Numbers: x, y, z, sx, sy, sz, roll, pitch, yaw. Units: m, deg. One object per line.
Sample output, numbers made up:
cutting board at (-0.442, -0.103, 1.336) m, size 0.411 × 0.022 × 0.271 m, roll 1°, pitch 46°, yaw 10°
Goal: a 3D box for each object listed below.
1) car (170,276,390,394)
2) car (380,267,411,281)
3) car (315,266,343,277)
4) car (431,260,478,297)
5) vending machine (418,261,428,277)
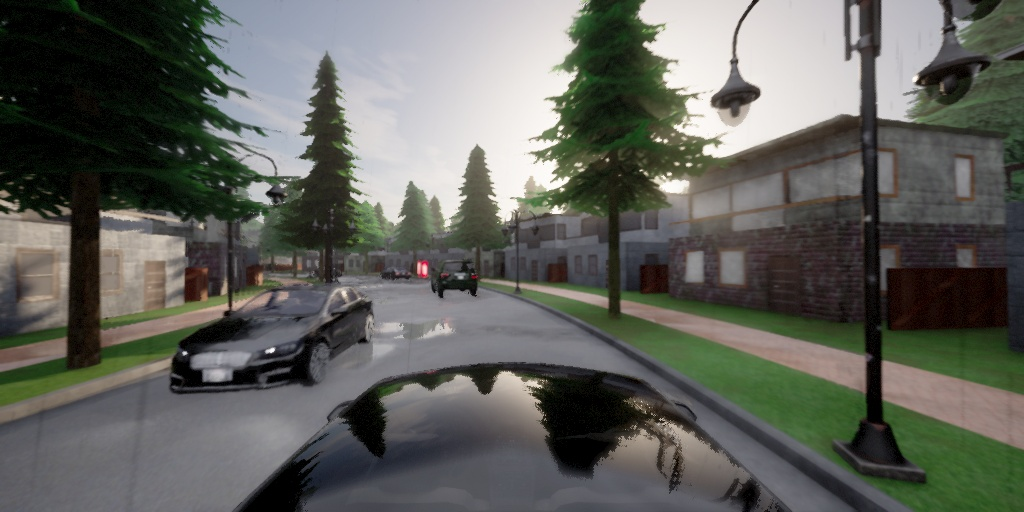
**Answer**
car at (-4.152, 1.340, 7.153) m, size 2.128 × 1.511 × 4.902 m, roll 0°, pitch -1°, yaw -7°
car at (-12.509, 1.876, 38.437) m, size 2.033 × 1.411 × 5.357 m, roll 0°, pitch -1°, yaw -36°
car at (-22.683, 1.970, 44.238) m, size 4.892 × 1.490 × 1.837 m, roll -1°, pitch -1°, yaw 42°
car at (-3.551, 1.265, 21.470) m, size 2.150 × 2.045 × 5.566 m, roll 0°, pitch -1°, yaw -18°
vending machine at (-10.546, 1.570, 42.505) m, size 1.100 × 2.100 × 0.880 m, roll 0°, pitch 0°, yaw -38°
